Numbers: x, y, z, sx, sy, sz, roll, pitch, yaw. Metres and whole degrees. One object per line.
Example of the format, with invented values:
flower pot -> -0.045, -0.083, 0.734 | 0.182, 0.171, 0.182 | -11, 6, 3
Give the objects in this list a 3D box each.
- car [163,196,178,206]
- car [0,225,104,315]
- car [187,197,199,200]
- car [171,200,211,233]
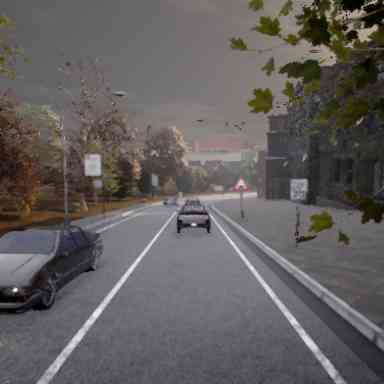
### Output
car -> -3.236, 1.381, 51.238 | 2.128, 1.511, 4.902 | 0, 0, 4
car -> -3.602, 1.532, 7.990 | 2.033, 1.411, 5.357 | 0, 0, 0
car -> 0.105, 1.419, 39.881 | 1.837, 1.490, 4.892 | 0, 0, 0
car -> 0.095, 1.455, 19.524 | 2.128, 1.511, 4.902 | 0, 0, 0
